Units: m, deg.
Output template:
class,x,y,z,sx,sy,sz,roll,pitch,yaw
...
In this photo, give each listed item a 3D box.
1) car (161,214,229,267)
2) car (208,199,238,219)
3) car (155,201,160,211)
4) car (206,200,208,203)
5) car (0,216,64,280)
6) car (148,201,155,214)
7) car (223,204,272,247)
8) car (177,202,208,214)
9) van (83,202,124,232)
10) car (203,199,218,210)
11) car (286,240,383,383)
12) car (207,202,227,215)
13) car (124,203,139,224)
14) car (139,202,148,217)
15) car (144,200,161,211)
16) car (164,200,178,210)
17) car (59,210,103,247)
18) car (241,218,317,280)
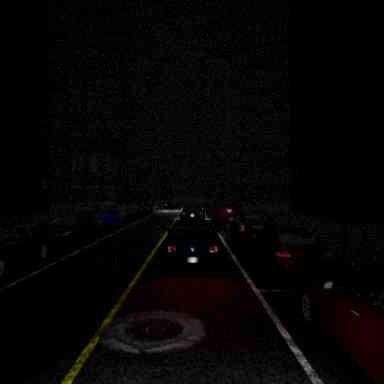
class,x,y,z,sx,sy,sz,roll,pitch,yaw
car,0.041,1.694,11.812,1.895,1.301,4.718,0,0,0
car,2.757,1.530,26.832,2.192,1.841,5.009,0,0,0
car,-5.767,1.923,43.736,1.947,1.339,4.313,0,0,0
car,2.757,1.577,32.468,2.192,1.841,5.009,0,0,0
car,-5.766,1.628,9.917,2.008,1.369,4.403,0,0,0
car,-5.767,1.875,38.099,1.947,1.339,4.313,0,0,0
car,2.758,1.563,15.560,1.967,1.590,4.097,0,0,0
car,0.048,1.787,27.710,1.994,1.385,4.181,0,0,0
van,-5.767,1.509,21.192,1.690,1.788,3.998,0,0,0
car,2.757,1.847,49.375,1.967,1.590,4.097,0,0,0
car,2.760,1.616,4.287,1.802,1.307,4.206,0,0,0
car,2.758,1.876,38.102,1.947,1.339,4.313,0,0,0
car,-5.767,1.738,26.657,1.752,1.417,4.829,0,0,0
car,-5.767,1.843,32.463,1.802,1.307,4.206,0,0,0
car,-5.768,1.957,49.372,2.008,1.369,4.403,0,0,0
car,-3.054,1.890,50.042,1.882,1.535,5.008,0,-1,0
car,-5.766,1.704,15.554,1.802,1.307,4.206,0,0,0
car,2.759,1.660,9.923,1.802,1.307,4.206,0,0,0
